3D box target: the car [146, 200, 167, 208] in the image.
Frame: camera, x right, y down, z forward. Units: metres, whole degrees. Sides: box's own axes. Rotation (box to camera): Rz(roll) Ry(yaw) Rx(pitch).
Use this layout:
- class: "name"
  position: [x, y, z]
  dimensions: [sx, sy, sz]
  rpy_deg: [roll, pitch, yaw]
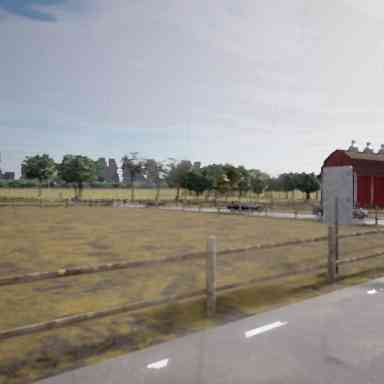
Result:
- class: "car"
  position: [-6.099, 2.009, 57.295]
  dimensions: [1.895, 1.301, 4.718]
  rpy_deg: [-1, 0, -35]

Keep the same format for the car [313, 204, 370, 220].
- class: "car"
  position: [13.249, 1.689, 29.807]
  dimensions: [1.837, 1.490, 4.892]
  rpy_deg: [-1, 0, -35]

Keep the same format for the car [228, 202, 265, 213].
- class: "car"
  position: [6.420, 1.820, 39.457]
  dimensions: [1.895, 1.301, 4.718]
  rpy_deg: [-1, 0, -35]
